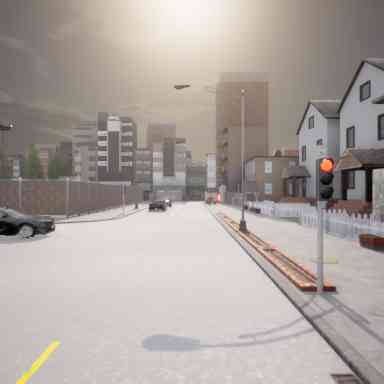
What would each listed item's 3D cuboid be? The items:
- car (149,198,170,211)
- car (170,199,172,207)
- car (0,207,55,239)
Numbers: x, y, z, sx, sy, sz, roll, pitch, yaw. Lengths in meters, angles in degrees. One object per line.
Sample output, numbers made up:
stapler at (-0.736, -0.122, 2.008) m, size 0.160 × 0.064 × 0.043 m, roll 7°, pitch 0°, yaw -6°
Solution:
car at (-4.112, 1.601, 40.505) m, size 1.895 × 1.301 × 4.718 m, roll 0°, pitch 0°, yaw 0°
car at (-4.103, 1.564, 50.574) m, size 1.994 × 1.385 × 4.181 m, roll 0°, pitch 0°, yaw 0°
car at (-9.459, 1.478, 16.579) m, size 5.008 × 1.535 × 1.882 m, roll 0°, pitch 0°, yaw -1°
